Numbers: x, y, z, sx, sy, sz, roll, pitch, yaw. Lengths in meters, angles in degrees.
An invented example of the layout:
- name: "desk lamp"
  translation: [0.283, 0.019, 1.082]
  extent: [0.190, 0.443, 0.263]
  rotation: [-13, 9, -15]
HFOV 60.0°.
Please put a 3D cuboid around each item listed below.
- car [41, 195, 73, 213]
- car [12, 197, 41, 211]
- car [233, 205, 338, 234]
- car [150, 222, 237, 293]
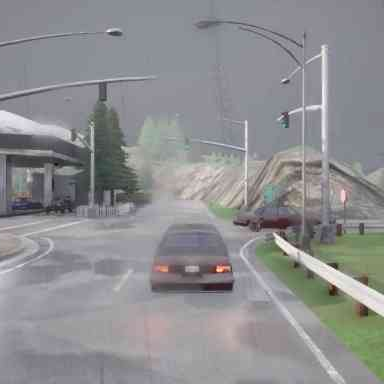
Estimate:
- name: "car"
  translation: [-14.515, 1.313, 36.567]
  extent: [1.905, 1.878, 3.866]
  rotation: [0, 0, -1]
- name: "car"
  translation: [-20.220, 1.480, 40.846]
  extent: [2.242, 1.667, 4.611]
  rotation: [0, 0, -1]
- name: "car"
  translation: [4.931, 1.387, 17.901]
  extent: [5.357, 1.411, 2.033]
  rotation: [-1, 0, 28]
- name: "car"
  translation: [0.004, 1.547, 8.980]
  extent: [2.033, 1.411, 5.357]
  rotation: [0, 0, 0]
